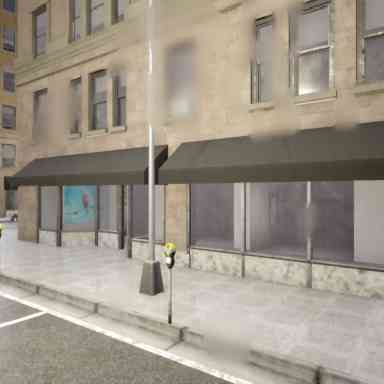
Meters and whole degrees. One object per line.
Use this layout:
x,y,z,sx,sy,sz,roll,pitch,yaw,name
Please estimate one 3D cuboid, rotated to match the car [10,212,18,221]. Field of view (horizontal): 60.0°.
-11.158,1.636,26.110,2.033,1.411,5.357,0,0,36,car
